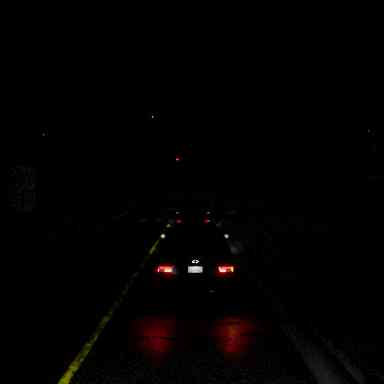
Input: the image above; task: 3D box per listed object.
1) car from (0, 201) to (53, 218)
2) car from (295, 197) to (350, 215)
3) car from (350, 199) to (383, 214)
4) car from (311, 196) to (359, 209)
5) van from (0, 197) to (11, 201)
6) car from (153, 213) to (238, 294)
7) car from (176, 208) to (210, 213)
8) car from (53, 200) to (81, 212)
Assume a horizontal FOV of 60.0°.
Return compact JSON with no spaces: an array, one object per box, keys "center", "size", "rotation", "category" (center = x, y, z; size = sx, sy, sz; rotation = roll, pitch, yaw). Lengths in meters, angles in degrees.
[{"center":[-15.372,1.726,30.301],"size":[4.206,1.307,1.802],"rotation":[-1,1,0],"category":"car"},{"center":[11.597,1.417,30.324],"size":[4.313,1.339,1.947],"rotation":[-1,1,0],"category":"car"},{"center":[16.975,1.340,30.328],"size":[4.403,1.369,2.008],"rotation":[-1,1,0],"category":"car"},{"center":[16.622,1.231,38.852],"size":[4.829,1.417,1.752],"rotation":[-1,1,0],"category":"car"},{"center":[-21.071,1.455,38.815],"size":[3.998,1.788,1.690],"rotation":[-1,1,0],"category":"van"},{"center":[0.073,1.542,8.937],"size":[2.033,1.411,5.357],"rotation":[0,0,0],"category":"car"},{"center":[0.047,1.549,18.163],"size":[1.994,1.385,4.181],"rotation":[0,0,0],"category":"car"},{"center":[-15.560,1.584,38.824],"size":[4.829,1.417,1.752],"rotation":[-1,1,0],"category":"car"}]
